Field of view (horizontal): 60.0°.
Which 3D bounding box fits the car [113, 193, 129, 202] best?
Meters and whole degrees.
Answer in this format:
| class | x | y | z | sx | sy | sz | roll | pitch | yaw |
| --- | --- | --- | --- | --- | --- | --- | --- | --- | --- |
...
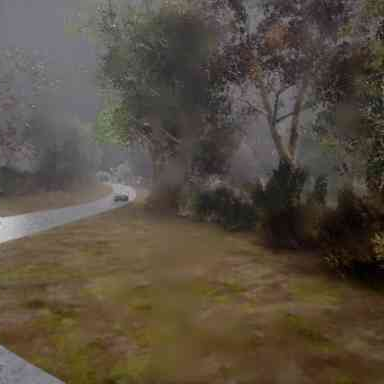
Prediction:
| class | x | y | z | sx | sy | sz | roll | pitch | yaw |
| --- | --- | --- | --- | --- | --- | --- | --- | --- | --- |
| car | -10.949 | 0.833 | 51.517 | 1.895 | 1.301 | 4.718 | -1 | 2 | -5 |
